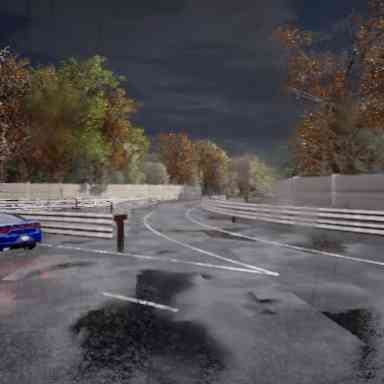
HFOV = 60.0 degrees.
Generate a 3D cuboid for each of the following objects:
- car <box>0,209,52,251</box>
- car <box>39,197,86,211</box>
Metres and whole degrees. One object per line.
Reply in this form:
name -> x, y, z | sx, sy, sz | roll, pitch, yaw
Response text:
car -> -7.878, 1.454, 12.582 | 5.008, 1.535, 1.882 | -1, 0, 29
car -> -14.523, 1.346, 37.414 | 5.008, 1.535, 1.882 | 0, 0, -41
